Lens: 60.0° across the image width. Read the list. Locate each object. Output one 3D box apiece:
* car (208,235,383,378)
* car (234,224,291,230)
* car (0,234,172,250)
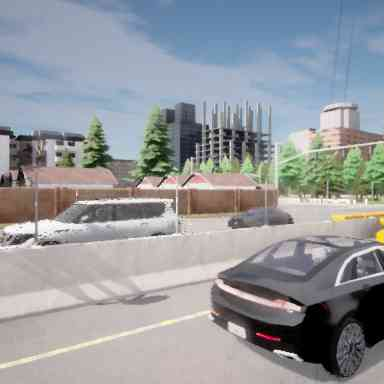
[{"bbox_3d":[2.525,1.491,5.543,4.902,1.511,2.128,0,0,-35],"label":"car"},{"bbox_3d":[4.108,1.559,19.792,4.181,1.385,1.994,0,0,-35],"label":"car"},{"bbox_3d":[-2.926,1.220,10.499,5.566,2.045,2.150,0,0,-35],"label":"car"}]
